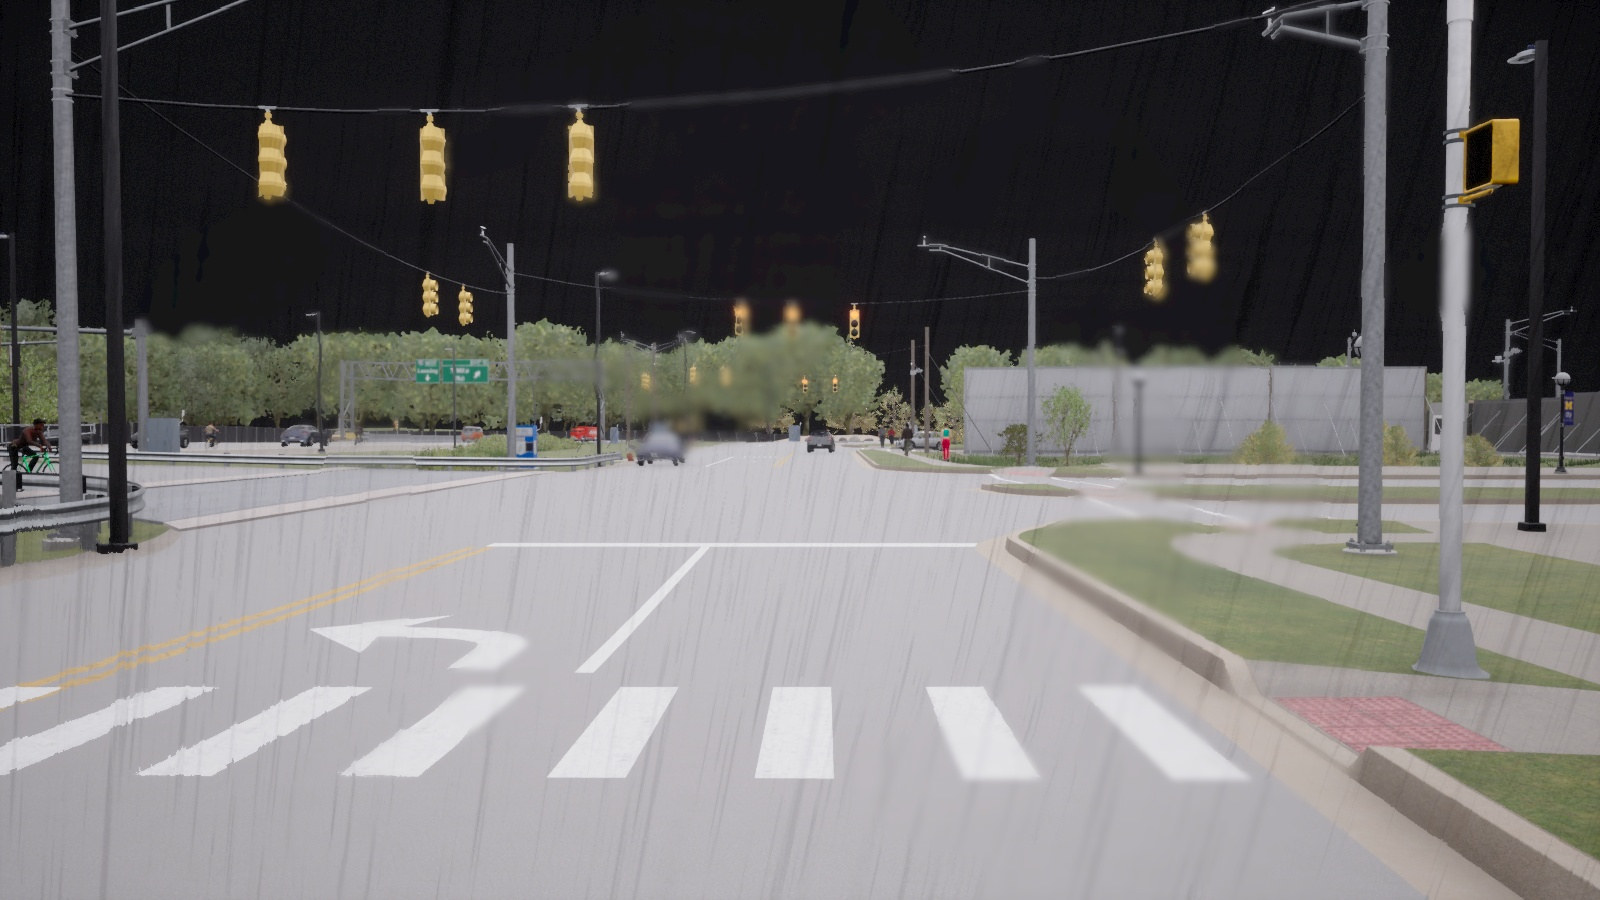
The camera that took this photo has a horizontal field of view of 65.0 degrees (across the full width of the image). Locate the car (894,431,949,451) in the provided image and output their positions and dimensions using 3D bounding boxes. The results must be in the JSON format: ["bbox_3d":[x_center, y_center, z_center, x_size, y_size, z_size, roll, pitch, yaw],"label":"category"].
[{"bbox_3d":[9.388,-0.709,97.241,3.806,1.475,1.970,1,2,-9],"label":"car"}]

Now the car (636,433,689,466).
[{"bbox_3d":[-6.295,-0.042,57.913,1.812,1.442,4.674,0,1,1],"label":"car"}]

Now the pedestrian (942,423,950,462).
[{"bbox_3d":[6.978,-0.379,60.072,0.345,1.836,0.594,0,2,1],"label":"pedestrian"}]

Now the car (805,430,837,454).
[{"bbox_3d":[1.425,-0.557,83.866,1.845,1.501,3.633,0,1,5],"label":"car"}]

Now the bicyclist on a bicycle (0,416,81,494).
[{"bbox_3d":[-16.783,0.111,27.556,1.656,1.620,0.582,-2,0,8],"label":"bicyclist on a bicycle"}]

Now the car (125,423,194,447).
[{"bbox_3d":[-40.517,-0.945,79.601,2.007,1.525,4.514,0,1,1],"label":"car"}]

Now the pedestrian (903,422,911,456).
[{"bbox_3d":[5.828,-0.589,68.525,0.431,1.840,0.703,0,2,5],"label":"pedestrian"}]
